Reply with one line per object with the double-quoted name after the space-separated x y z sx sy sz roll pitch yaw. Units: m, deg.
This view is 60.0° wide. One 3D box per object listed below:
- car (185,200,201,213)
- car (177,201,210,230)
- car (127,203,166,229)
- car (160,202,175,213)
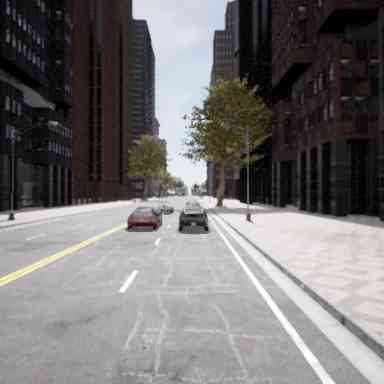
0.106 1.811 42.535 1.994 1.385 4.181 0 0 0 "car"
0.100 1.637 22.186 1.837 1.490 4.892 0 0 0 "car"
-3.149 1.698 22.792 1.994 1.385 4.181 0 0 0 "car"
-3.143 1.836 40.601 1.895 1.301 4.718 0 0 0 "car"
